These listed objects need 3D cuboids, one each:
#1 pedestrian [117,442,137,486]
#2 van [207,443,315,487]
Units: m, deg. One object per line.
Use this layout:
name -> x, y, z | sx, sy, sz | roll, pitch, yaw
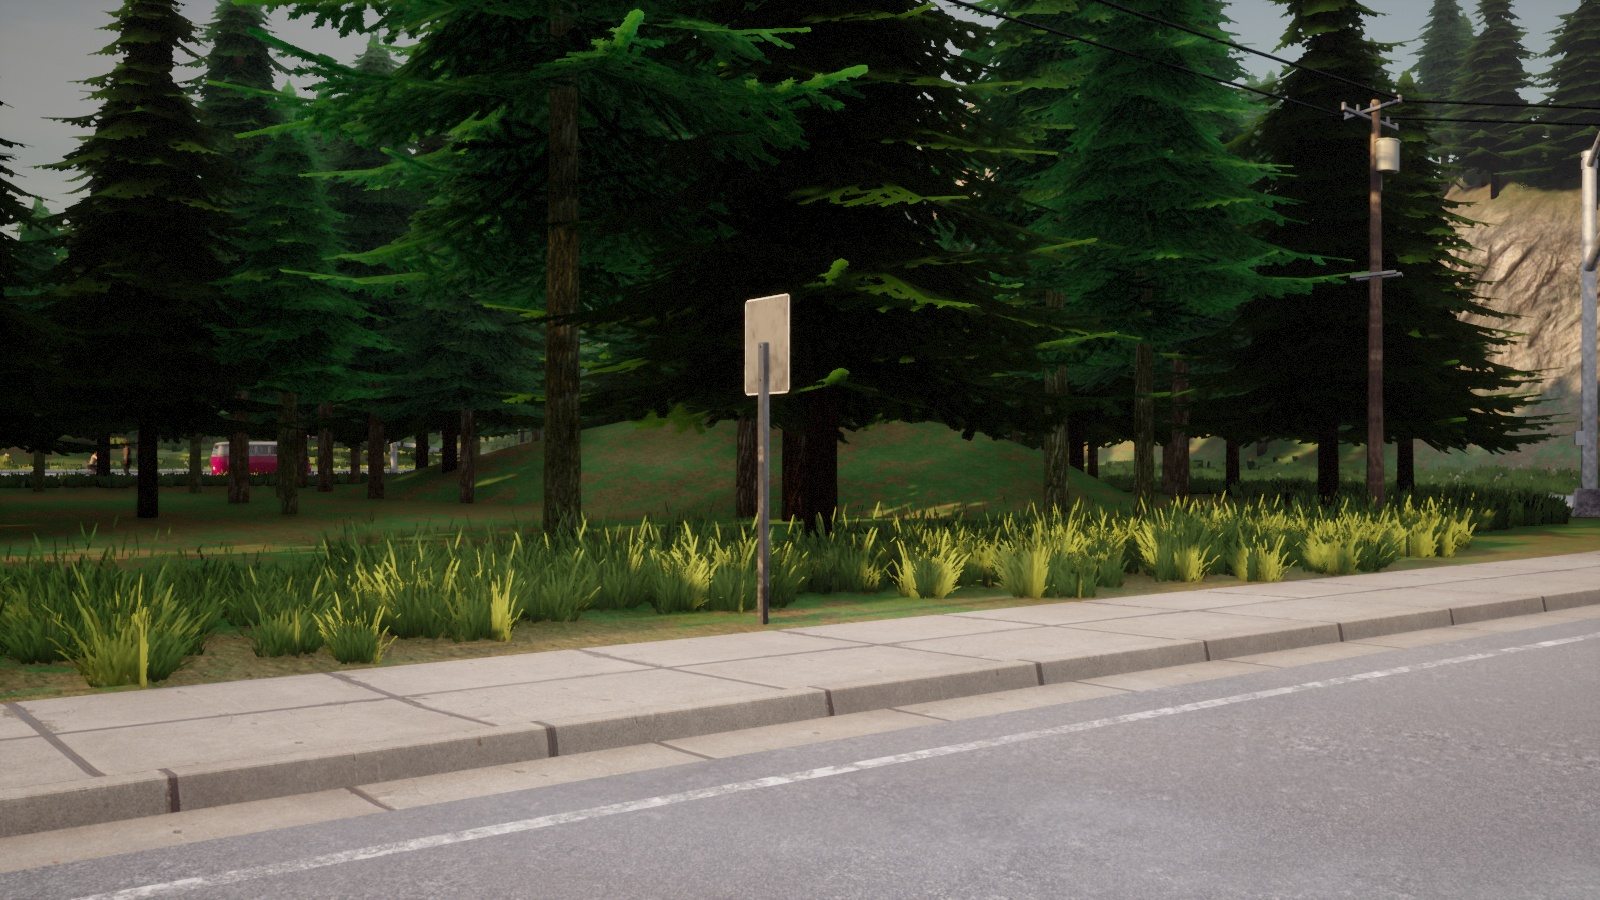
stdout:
pedestrian -> -28.187, 0.595, 52.610 | 0.634, 1.846, 0.331 | 0, 0, -1
van -> -25.500, 0.697, 59.442 | 4.442, 1.987, 1.775 | 0, 0, -35
